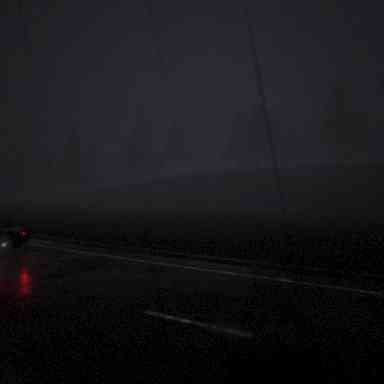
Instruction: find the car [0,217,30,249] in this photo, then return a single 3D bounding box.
[{"bbox_3d":[-8.597,1.613,13.352,4.718,1.301,1.895,0,0,35],"label":"car"}]
